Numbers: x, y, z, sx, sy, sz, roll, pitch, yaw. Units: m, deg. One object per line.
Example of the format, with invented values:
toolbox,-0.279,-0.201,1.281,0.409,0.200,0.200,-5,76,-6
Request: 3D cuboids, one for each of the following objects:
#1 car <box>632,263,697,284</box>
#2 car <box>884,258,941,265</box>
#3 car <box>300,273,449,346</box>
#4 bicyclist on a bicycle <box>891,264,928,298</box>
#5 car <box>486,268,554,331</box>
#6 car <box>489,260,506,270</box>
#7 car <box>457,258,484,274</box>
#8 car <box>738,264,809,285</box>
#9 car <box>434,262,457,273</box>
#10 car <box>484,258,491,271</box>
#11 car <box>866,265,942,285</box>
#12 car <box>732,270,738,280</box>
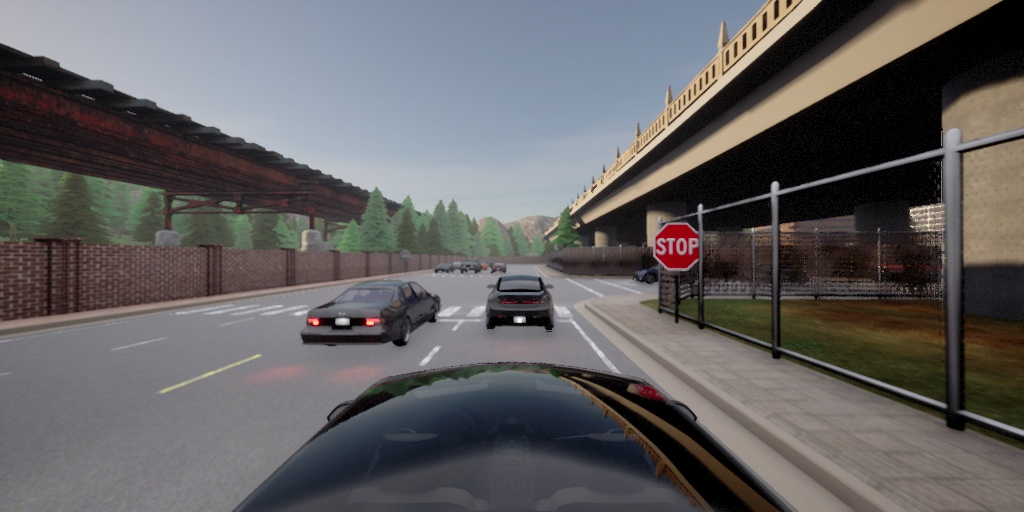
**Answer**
car,11.948,1.280,28.298,4.553,1.767,2.097,0,0,1
car,34.329,1.176,31.187,5.566,2.045,2.150,0,0,2
car,-3.267,1.347,9.512,2.033,1.411,5.357,0,0,1
bicyclist on a bicycle,18.952,1.158,17.123,0.582,1.620,1.656,0,-1,2
car,0.259,1.320,11.298,1.837,1.490,4.892,0,0,2
car,-1.752,1.587,49.423,1.812,1.442,4.674,0,0,2
car,-5.478,1.273,48.080,2.150,2.045,5.566,0,0,2
car,20.585,1.494,28.059,4.181,1.385,1.994,0,0,2
car,-8.980,1.598,48.027,2.033,1.411,5.357,0,0,2
car,-5.118,1.467,57.720,2.097,1.767,4.553,0,0,3
car,30.732,1.532,27.787,4.718,1.301,1.895,0,0,2
car,22.063,1.458,31.523,4.892,1.490,1.837,0,0,2
